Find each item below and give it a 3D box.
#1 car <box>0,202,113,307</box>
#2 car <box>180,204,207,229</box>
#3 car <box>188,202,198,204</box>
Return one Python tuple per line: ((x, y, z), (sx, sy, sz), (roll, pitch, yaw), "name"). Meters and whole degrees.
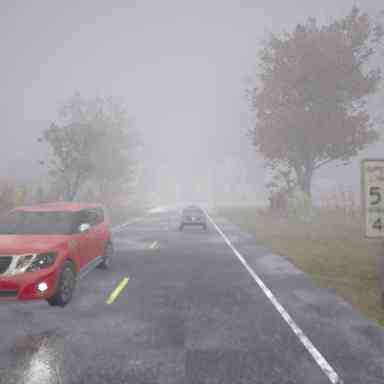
((-3.592, 1.311, 8.538), (2.150, 2.045, 5.566), (0, -1, 0), "car")
((0.101, 1.809, 23.798), (2.033, 1.411, 5.357), (0, -1, 0), "car")
((0.105, 2.025, 42.427), (1.812, 1.442, 4.674), (0, -1, 0), "car")
